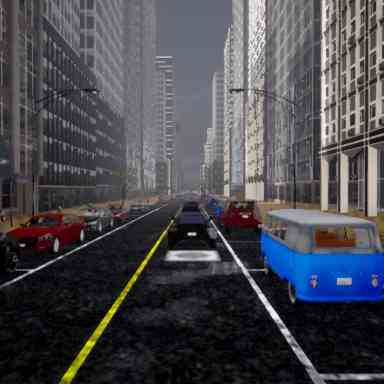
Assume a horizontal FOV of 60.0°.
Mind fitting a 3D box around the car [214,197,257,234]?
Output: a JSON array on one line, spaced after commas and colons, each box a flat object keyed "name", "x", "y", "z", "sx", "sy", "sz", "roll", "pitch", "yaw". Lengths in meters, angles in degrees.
[{"name": "car", "x": 2.681, "y": 1.310, "z": 19.077, "sx": 2.192, "sy": 1.841, "sz": 5.009, "roll": -1, "pitch": 0, "yaw": 0}]

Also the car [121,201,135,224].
[{"name": "car", "x": -5.697, "y": 1.576, "z": 24.761, "sx": 1.802, "sy": 1.307, "sz": 4.206, "roll": -1, "pitch": 0, "yaw": 0}]

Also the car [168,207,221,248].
[{"name": "car", "x": 0.000, "y": 1.569, "z": 14.653, "sx": 1.994, "sy": 1.385, "sz": 4.181, "roll": 0, "pitch": 0, "yaw": 0}]

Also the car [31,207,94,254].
[{"name": "car", "x": -5.697, "y": 1.541, "z": 13.394, "sx": 1.887, "sy": 1.381, "sz": 4.507, "roll": -1, "pitch": 0, "yaw": 0}]

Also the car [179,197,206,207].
[{"name": "car", "x": 0.000, "y": 1.511, "z": 29.653, "sx": 1.837, "sy": 1.490, "sz": 4.892, "roll": 0, "pitch": 0, "yaw": 0}]

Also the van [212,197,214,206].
[{"name": "van", "x": 2.681, "y": 1.335, "z": 24.761, "sx": 1.690, "sy": 1.788, "sz": 3.998, "roll": -1, "pitch": 0, "yaw": 0}]

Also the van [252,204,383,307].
[{"name": "van", "x": 2.681, "y": 1.338, "z": 7.710, "sx": 1.690, "sy": 1.788, "sz": 3.998, "roll": -1, "pitch": 0, "yaw": 0}]

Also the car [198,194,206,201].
[{"name": "car", "x": 2.682, "y": 1.419, "z": 87.281, "sx": 1.967, "sy": 1.590, "sz": 4.097, "roll": -1, "pitch": 0, "yaw": 0}]

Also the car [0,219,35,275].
[{"name": "car", "x": -5.697, "y": 1.563, "z": 7.710, "sx": 1.947, "sy": 1.339, "sz": 4.313, "roll": -1, "pitch": 0, "yaw": 0}]

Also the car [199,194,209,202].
[{"name": "car", "x": 2.681, "y": 1.298, "z": 75.915, "sx": 2.192, "sy": 1.841, "sz": 5.009, "roll": -1, "pitch": 0, "yaw": 0}]

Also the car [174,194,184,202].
[{"name": "car", "x": -3.001, "y": 1.316, "z": 76.616, "sx": 2.097, "sy": 1.767, "sz": 4.553, "roll": 0, "pitch": 0, "yaw": 0}]

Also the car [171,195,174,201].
[{"name": "car", "x": -5.697, "y": 1.508, "z": 75.744, "sx": 1.752, "sy": 1.417, "sz": 4.829, "roll": -1, "pitch": 0, "yaw": 0}]

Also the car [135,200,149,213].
[{"name": "car", "x": -5.698, "y": 1.543, "z": 36.129, "sx": 2.008, "sy": 1.369, "sz": 4.403, "roll": -1, "pitch": 0, "yaw": 0}]

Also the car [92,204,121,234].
[{"name": "car", "x": -5.698, "y": 1.546, "z": 19.078, "sx": 2.008, "sy": 1.369, "sz": 4.403, "roll": -1, "pitch": 0, "yaw": 0}]

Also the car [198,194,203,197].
[{"name": "car", "x": 2.681, "y": 1.299, "z": 70.230, "sx": 2.192, "sy": 1.841, "sz": 5.009, "roll": -1, "pitch": 0, "yaw": 0}]

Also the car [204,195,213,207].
[{"name": "car", "x": 3.149, "y": 1.515, "z": 47.961, "sx": 1.812, "sy": 1.442, "sz": 4.674, "roll": 0, "pitch": 0, "yaw": 0}]

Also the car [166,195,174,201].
[{"name": "car", "x": -5.697, "y": 1.545, "z": 87.281, "sx": 1.947, "sy": 1.339, "sz": 4.313, "roll": -1, "pitch": 0, "yaw": 0}]

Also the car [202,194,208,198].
[{"name": "car", "x": 3.146, "y": 1.492, "z": 54.961, "sx": 1.837, "sy": 1.490, "sz": 4.892, "roll": 0, "pitch": 0, "yaw": 0}]

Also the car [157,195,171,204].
[{"name": "car", "x": -5.698, "y": 1.426, "z": 64.546, "sx": 1.967, "sy": 1.590, "sz": 4.097, "roll": -1, "pitch": 0, "yaw": 0}]
